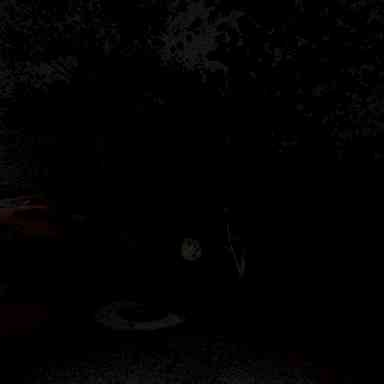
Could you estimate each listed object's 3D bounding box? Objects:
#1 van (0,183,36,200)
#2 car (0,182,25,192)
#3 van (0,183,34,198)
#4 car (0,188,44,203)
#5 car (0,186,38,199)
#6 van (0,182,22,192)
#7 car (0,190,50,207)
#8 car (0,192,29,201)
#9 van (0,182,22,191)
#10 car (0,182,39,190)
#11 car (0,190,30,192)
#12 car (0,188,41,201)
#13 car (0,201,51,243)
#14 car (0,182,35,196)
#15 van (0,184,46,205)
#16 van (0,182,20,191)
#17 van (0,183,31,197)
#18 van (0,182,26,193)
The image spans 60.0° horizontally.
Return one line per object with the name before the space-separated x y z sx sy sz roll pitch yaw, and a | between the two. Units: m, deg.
van | -21.936 -0.043 41.406 4.442 1.987 1.878 1 1 -30
car | -38.453 -1.097 70.397 5.566 2.045 2.435 1 1 -30
van | -24.502 -0.213 46.336 4.442 1.987 1.878 1 1 -30
car | -19.147 0.398 36.804 4.792 1.488 2.163 1 2 -30
car | -23.229 0.096 43.883 5.008 1.535 2.097 1 1 -30
van | -39.705 -1.155 72.873 4.442 1.987 1.878 1 1 -30
car | -16.383 0.612 31.863 4.792 1.488 2.163 1 2 -30
car | -8.135 1.109 17.586 4.553 1.767 2.185 1 2 -30
van | -41.019 -1.236 75.167 4.442 1.987 1.878 1 1 -30
car | -14.949 0.442 29.483 5.566 2.045 2.435 1 2 -30
car | -12.392 0.905 24.580 5.366 1.575 1.946 1 2 -30
car | -20.458 0.305 39.093 4.792 1.488 2.163 1 1 -30
car | -6.794 1.343 15.168 5.008 1.535 2.097 1 2 -30
car | -27.379 -0.411 51.068 5.566 2.045 2.435 1 1 -30
van | -17.686 0.248 34.438 4.442 1.987 1.878 1 2 -30
van | -42.664 -1.329 77.569 4.442 1.987 1.878 1 1 -30
van | -26.081 -0.302 48.623 4.442 1.987 1.878 1 1 -30
van | -34.199 -0.814 63.263 4.442 1.987 1.878 1 1 -30
